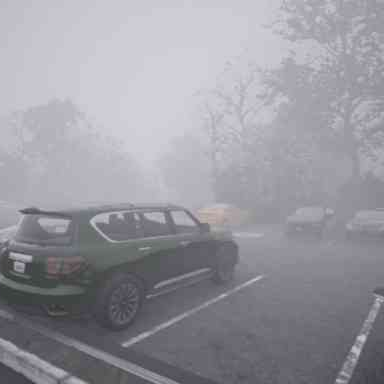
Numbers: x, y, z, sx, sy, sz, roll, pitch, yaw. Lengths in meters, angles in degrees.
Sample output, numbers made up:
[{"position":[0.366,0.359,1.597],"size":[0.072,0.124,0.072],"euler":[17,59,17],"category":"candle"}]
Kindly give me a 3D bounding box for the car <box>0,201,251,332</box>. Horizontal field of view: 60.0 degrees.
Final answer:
[{"position":[-1.056,1.234,7.232],"size":[2.435,2.045,5.566],"euler":[0,0,36],"category":"car"}]

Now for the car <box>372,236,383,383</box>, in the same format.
[{"position":[3.493,1.472,3.958],"size":[2.231,1.521,4.892],"euler":[0,0,35],"category":"car"}]

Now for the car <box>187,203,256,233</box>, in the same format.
[{"position":[1.999,1.511,21.082],"size":[2.097,1.535,5.008],"euler":[-1,0,36],"category":"car"}]

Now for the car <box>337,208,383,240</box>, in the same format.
[{"position":[8.803,1.518,16.232],"size":[2.002,1.452,4.674],"euler":[0,0,36],"category":"car"}]

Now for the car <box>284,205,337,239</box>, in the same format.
[{"position":[6.536,1.485,17.854],"size":[2.097,1.535,5.008],"euler":[0,0,36],"category":"car"}]
